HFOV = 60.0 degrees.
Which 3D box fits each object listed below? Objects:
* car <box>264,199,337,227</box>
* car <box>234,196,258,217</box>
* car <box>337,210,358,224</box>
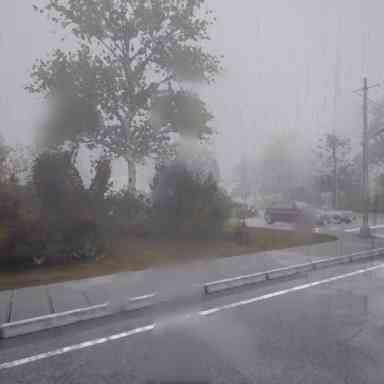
[{"bbox_3d":[7.389,1.426,23.637,2.097,1.767,4.553,0,-1,-38],"label":"car"},{"bbox_3d":[3.944,1.430,33.373,2.150,2.045,5.566,0,-1,-41],"label":"car"},{"bbox_3d":[10.182,1.675,25.840,1.895,1.301,4.718,0,-1,-39],"label":"car"}]
